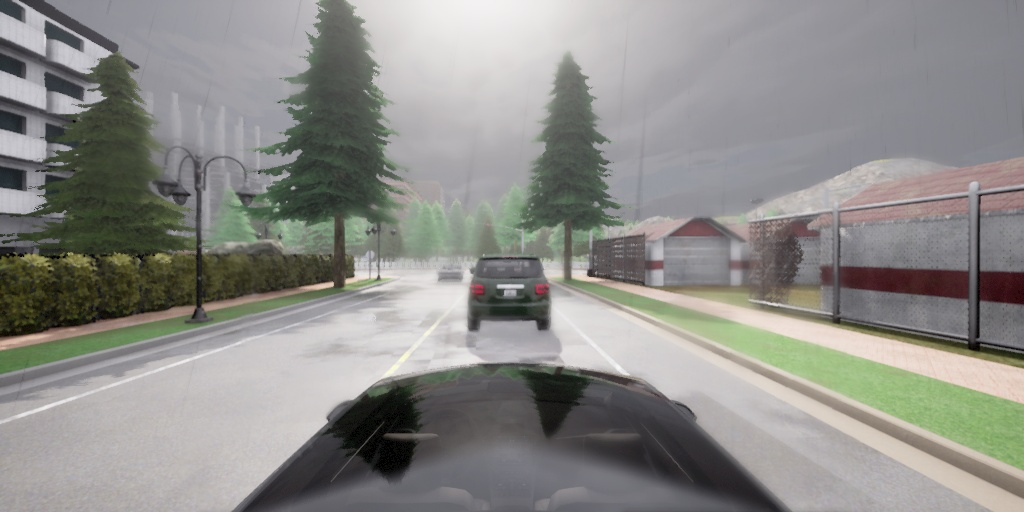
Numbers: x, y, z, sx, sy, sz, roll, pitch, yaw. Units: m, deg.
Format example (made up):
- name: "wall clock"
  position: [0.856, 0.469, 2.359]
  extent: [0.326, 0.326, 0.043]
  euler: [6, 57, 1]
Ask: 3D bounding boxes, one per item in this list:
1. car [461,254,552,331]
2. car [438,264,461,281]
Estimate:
- name: "car"
  position: [-0.132, 0.953, 11.039]
  extent: [2.150, 2.045, 5.566]
  euler: [0, 0, -2]
- name: "car"
  position: [-4.924, 1.364, 29.197]
  extent: [1.895, 1.301, 4.718]
  euler: [0, 0, -6]
